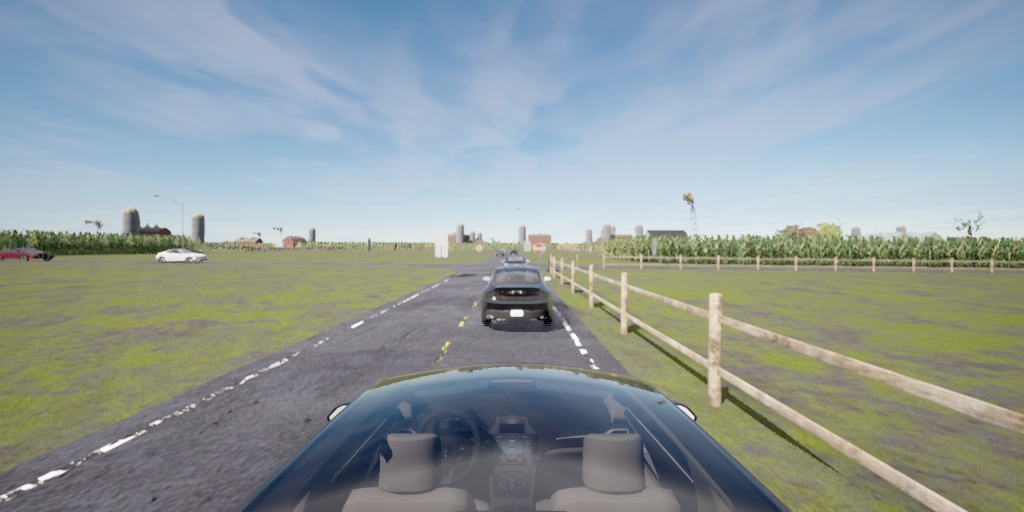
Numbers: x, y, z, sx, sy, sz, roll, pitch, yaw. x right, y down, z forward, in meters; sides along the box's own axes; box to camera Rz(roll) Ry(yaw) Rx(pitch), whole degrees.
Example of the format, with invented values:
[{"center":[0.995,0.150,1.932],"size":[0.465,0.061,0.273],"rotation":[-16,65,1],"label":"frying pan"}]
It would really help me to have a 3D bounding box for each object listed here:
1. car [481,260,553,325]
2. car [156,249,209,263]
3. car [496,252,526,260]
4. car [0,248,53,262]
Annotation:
[{"center":[0.148,1.034,10.828],"size":[1.837,1.490,4.892],"rotation":[0,2,1],"label":"car"},{"center":[-34.724,0.017,37.780],"size":[4.674,1.442,1.812],"rotation":[1,1,1],"label":"car"},{"center":[0.190,0.675,24.699],"size":[2.128,1.511,4.902],"rotation":[0,1,-1],"label":"car"},{"center":[-51.654,-0.205,38.025],"size":[4.181,1.385,1.994],"rotation":[1,1,1],"label":"car"}]
